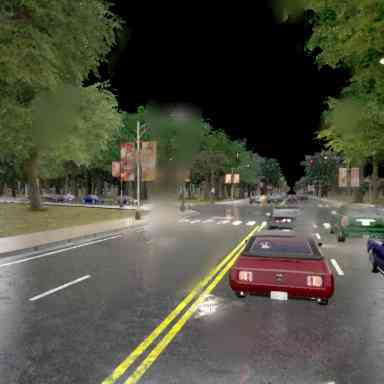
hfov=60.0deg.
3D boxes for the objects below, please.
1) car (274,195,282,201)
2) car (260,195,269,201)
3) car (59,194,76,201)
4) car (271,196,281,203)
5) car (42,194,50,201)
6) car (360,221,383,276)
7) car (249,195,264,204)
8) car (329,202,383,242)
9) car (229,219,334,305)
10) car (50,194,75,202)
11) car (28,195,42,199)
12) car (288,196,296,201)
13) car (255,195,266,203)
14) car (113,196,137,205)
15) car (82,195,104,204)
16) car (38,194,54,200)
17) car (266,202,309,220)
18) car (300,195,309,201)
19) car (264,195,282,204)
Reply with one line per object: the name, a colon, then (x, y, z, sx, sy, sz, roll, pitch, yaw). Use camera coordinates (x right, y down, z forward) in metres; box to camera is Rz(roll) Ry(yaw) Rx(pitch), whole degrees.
car: (21.292, 1.488, 82.341, 1.882, 1.535, 5.008, 0, 0, 17)
car: (18.069, 1.534, 82.912, 1.812, 1.442, 4.674, 0, 0, 17)
car: (-29.463, 1.259, 78.504, 4.674, 1.442, 1.812, 0, 0, 40)
car: (18.267, 1.603, 72.422, 1.895, 1.301, 4.718, 0, 0, 17)
car: (-31.320, 1.262, 75.820, 4.902, 1.511, 2.128, 0, 0, 40)
car: (5.432, 1.601, 7.585, 1.895, 1.301, 4.718, 0, 0, 16)
car: (12.151, 1.553, 63.643, 2.033, 1.411, 5.357, 0, 0, 18)
car: (8.010, 1.352, 16.197, 2.097, 1.767, 4.553, 0, 0, 17)
car: (2.222, 1.601, 8.185, 1.895, 1.301, 4.718, 0, 0, 17)
car: (-25.721, 1.303, 66.890, 4.902, 1.511, 2.128, 0, 0, 40)
car: (-39.304, 1.295, 82.508, 4.718, 1.301, 1.895, 0, 0, 40)
car: (25.599, 1.608, 85.317, 1.895, 1.301, 4.718, 0, 0, 17)
car: (15.073, 1.486, 73.094, 1.882, 1.535, 5.008, 0, 0, 17)
car: (-10.803, 1.362, 54.270, 4.902, 1.511, 2.128, 0, 0, 40)
car: (-17.995, 1.302, 60.331, 5.008, 1.535, 1.882, 0, 0, 40)
car: (-37.337, 1.223, 85.100, 4.674, 1.442, 1.812, 0, 0, 40)
car: (4.872, 1.505, 17.057, 1.837, 1.490, 4.892, 0, 0, 17)
car: (30.400, 1.519, 89.918, 1.837, 1.490, 4.892, 0, 0, 17)
car: (15.228, 1.553, 62.609, 2.033, 1.411, 5.357, 0, 0, 18)
